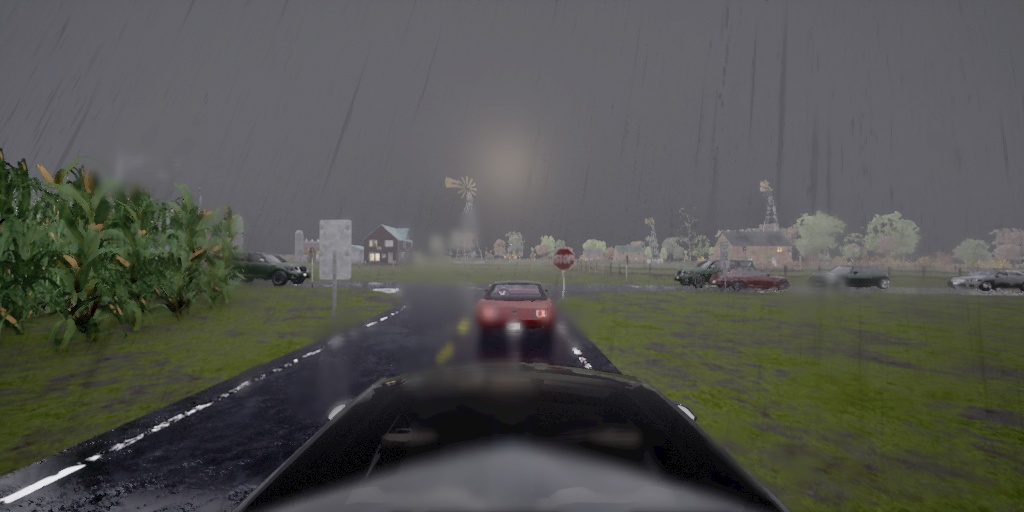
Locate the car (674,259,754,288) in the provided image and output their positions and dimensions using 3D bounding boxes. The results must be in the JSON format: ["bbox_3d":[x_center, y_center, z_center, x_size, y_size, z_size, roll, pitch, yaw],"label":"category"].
[{"bbox_3d":[14.775,1.243,26.010,5.566,2.045,2.150,1,-1,0],"label":"car"}]

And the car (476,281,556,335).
[{"bbox_3d":[0.158,1.368,10.553,1.895,1.301,4.718,0,0,2],"label":"car"}]

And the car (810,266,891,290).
[{"bbox_3d":[24.459,1.494,26.051,4.553,1.767,2.097,1,-1,0],"label":"car"}]

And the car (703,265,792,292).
[{"bbox_3d":[15.289,1.499,23.059,4.674,1.442,1.812,1,-1,0],"label":"car"}]

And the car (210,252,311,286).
[{"bbox_3d":[-15.977,0.806,22.917,5.566,2.045,2.150,1,-1,0],"label":"car"}]

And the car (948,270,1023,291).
[{"bbox_3d":[34.852,1.762,26.083,4.902,1.511,2.128,1,-1,0],"label":"car"}]
